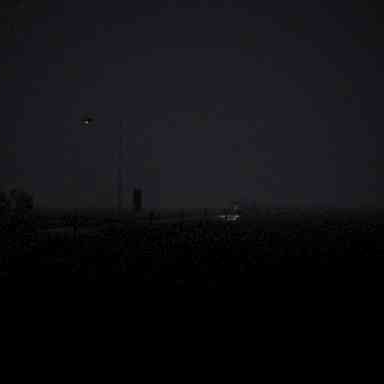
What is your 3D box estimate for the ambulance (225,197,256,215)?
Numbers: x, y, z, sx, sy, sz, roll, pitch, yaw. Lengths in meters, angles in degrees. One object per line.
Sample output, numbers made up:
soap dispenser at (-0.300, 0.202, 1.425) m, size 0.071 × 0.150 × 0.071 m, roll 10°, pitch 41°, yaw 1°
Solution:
ambulance at (7.067, 2.004, 48.360) m, size 2.351 × 2.431 × 6.366 m, roll 0°, pitch -1°, yaw 35°
